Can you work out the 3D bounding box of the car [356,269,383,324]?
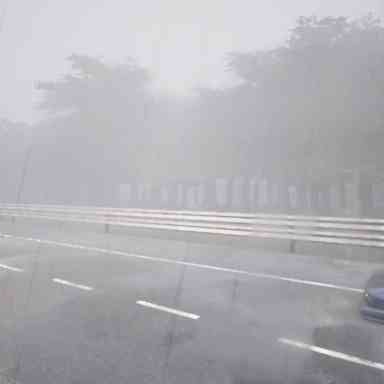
[{"bbox_3d":[5.251,1.547,4.422,5.357,1.411,2.033,0,0,36],"label":"car"}]
